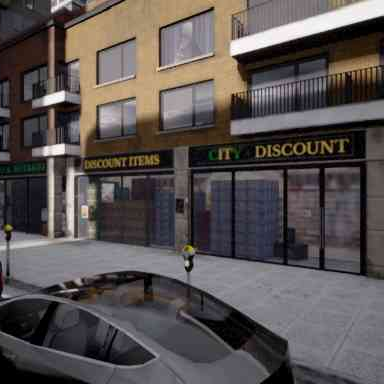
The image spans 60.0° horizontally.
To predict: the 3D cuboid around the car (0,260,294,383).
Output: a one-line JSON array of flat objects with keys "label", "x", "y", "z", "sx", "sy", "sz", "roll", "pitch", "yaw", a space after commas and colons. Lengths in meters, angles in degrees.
[{"label": "car", "x": -1.099, "y": 1.566, "z": 3.586, "sx": 4.313, "sy": 1.339, "sz": 1.947, "roll": 0, "pitch": 0, "yaw": 35}]
